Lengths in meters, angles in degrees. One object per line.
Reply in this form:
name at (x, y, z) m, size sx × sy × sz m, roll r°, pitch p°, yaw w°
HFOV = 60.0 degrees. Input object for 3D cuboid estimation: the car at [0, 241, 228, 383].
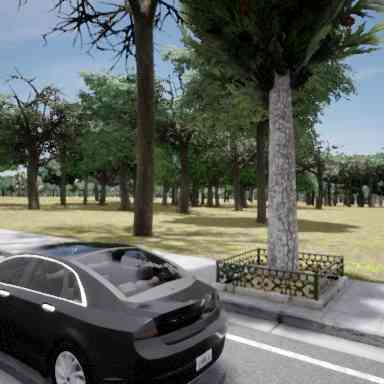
car at (-1.833, 1.501, 4.911) m, size 4.892 × 1.490 × 1.837 m, roll 0°, pitch 0°, yaw 36°
